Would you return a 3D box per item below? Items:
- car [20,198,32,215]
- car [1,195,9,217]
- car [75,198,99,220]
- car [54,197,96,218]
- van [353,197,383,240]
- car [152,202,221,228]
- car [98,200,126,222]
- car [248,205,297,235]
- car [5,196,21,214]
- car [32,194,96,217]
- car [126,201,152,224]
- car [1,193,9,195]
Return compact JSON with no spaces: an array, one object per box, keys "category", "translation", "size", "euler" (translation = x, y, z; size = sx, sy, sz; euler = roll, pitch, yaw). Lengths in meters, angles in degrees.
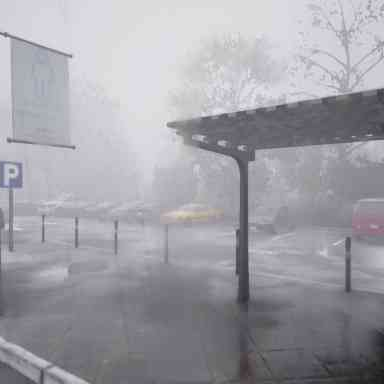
[{"category":"car","translation":[-13.453,1.462,32.319],"size":[2.231,1.521,4.892],"euler":[0,0,36]},{"category":"car","translation":[-17.863,1.444,35.702],"size":[1.946,1.575,5.366],"euler":[0,0,36]},{"category":"car","translation":[-6.671,1.469,27.489],"size":[2.097,1.535,5.008],"euler":[0,0,36]},{"category":"car","translation":[-8.930,1.466,29.102],"size":[2.097,1.535,5.008],"euler":[0,0,36]},{"category":"van","translation":[9.205,1.264,16.289],"size":[1.878,1.987,4.442],"euler":[0,0,36]},{"category":"car","translation":[-0.006,1.475,22.495],"size":[1.946,1.575,5.366],"euler":[0,0,36]},{"category":"car","translation":[-4.411,1.473,25.877],"size":[2.231,1.521,4.892],"euler":[0,0,36]},{"category":"car","translation":[4.604,1.514,19.396],"size":[2.163,1.488,4.792],"euler":[0,0,36]},{"category":"car","translation":[-15.713,1.455,33.934],"size":[2.097,1.535,5.008],"euler":[0,0,36]},{"category":"car","translation":[-11.208,1.212,30.688],"size":[2.435,2.045,5.566],"euler":[0,0,36]},{"category":"car","translation":[-2.140,1.505,24.283],"size":[2.163,1.488,4.792],"euler":[0,0,36]},{"category":"car","translation":[-24.764,1.153,40.368],"size":[2.435,2.045,5.566],"euler":[0,0,36]}]
